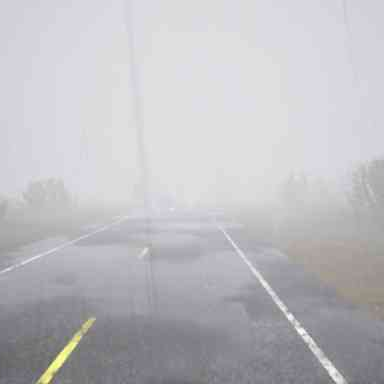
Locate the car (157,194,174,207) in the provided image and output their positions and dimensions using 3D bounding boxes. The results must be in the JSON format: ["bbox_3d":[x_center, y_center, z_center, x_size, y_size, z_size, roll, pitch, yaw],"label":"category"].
[{"bbox_3d":[-3.572,1.125,45.225,2.097,1.767,4.553,0,0,0],"label":"car"}]
